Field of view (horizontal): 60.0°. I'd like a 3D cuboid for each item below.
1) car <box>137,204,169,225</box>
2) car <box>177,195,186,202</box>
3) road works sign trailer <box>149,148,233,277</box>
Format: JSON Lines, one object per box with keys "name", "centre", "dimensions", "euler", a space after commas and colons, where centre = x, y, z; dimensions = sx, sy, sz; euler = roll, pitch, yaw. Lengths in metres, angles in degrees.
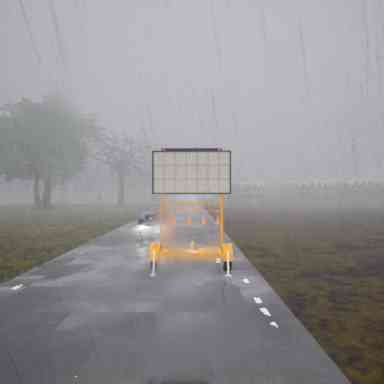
{"name": "car", "centre": [-2.777, 1.598, 24.347], "dimensions": [1.994, 1.385, 4.181], "euler": [0, 0, 0]}
{"name": "car", "centre": [-2.844, 1.753, 90.202], "dimensions": [2.150, 2.045, 5.566], "euler": [0, 0, 0]}
{"name": "road works sign trailer", "centre": [-0.005, 0.464, 10.256], "dimensions": [2.380, 3.560, 2.880], "euler": [0, 0, 1]}
